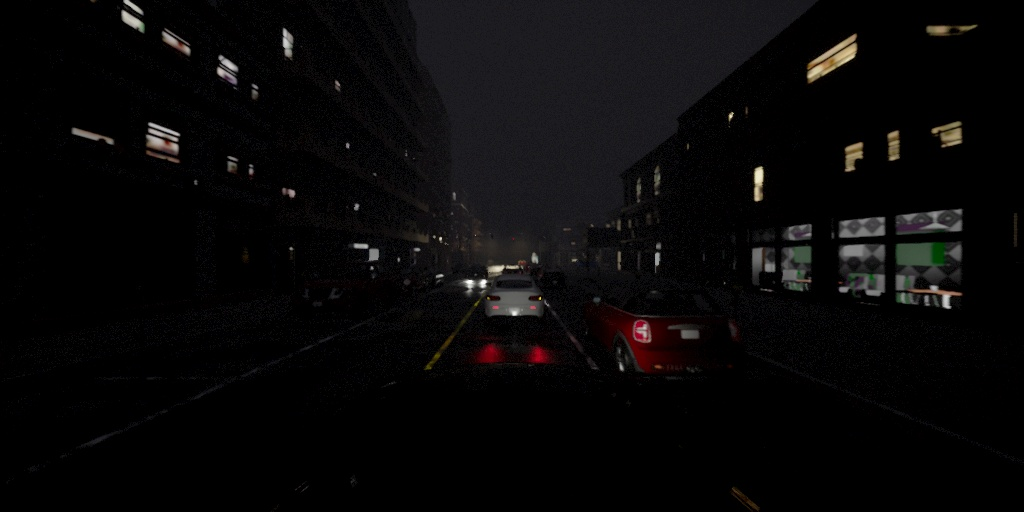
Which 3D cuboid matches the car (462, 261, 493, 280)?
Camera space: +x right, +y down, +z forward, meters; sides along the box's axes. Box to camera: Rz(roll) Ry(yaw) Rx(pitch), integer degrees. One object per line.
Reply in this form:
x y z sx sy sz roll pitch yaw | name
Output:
-3.131 1.438 33.022 1.994 1.385 4.181 0 0 0 | car

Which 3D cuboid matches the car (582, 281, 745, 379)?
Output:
2.684 1.210 7.336 1.967 1.591 4.097 0 0 0 | car

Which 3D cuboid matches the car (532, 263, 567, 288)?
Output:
2.666 1.387 24.425 2.007 1.370 4.403 0 0 0 | car

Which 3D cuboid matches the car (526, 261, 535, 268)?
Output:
2.653 1.431 35.817 1.888 1.381 4.507 0 0 0 | car

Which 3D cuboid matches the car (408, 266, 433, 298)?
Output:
-5.708 1.254 18.724 1.967 1.591 4.097 0 0 0 | car

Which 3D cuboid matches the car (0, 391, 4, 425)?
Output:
-5.690 1.332 1.633 1.802 1.307 4.207 0 0 0 | car

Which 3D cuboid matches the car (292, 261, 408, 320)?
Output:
-5.702 1.107 13.027 2.192 1.841 5.009 0 0 0 | car

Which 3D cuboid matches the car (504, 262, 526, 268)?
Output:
0.064 1.474 32.966 1.895 1.301 4.718 0 0 0 | car

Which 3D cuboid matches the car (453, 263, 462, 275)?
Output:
-5.734 1.478 41.510 1.948 1.339 4.313 0 0 0 | car

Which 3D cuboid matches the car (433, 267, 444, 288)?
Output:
-5.715 1.388 24.421 2.007 1.370 4.403 0 0 0 | car

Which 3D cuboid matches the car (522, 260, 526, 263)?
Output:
2.641 1.485 47.210 1.888 1.381 4.507 0 0 0 | car

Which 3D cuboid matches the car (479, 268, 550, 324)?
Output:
0.075 1.314 12.097 1.812 1.442 4.674 0 0 0 | car
